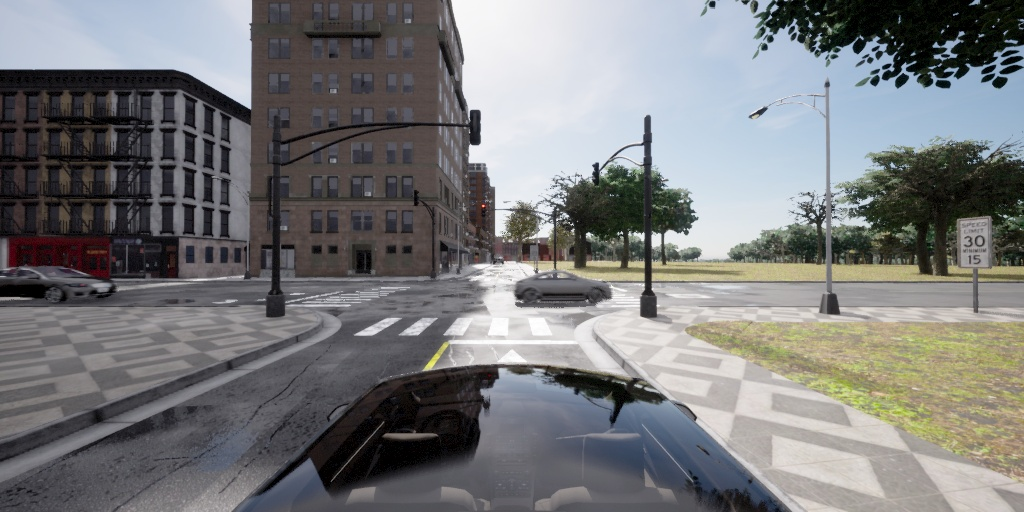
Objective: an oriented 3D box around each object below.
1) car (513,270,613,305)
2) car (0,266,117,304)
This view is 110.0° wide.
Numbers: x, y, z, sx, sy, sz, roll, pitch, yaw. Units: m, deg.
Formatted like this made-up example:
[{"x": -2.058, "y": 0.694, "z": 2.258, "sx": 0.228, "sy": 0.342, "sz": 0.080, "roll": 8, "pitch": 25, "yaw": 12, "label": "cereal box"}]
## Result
[{"x": 2.138, "y": 1.316, "z": 15.459, "sx": 4.181, "sy": 1.385, "sz": 1.994, "roll": 0, "pitch": -1, "yaw": 0, "label": "car"}, {"x": -20.084, "y": 1.199, "z": 15.455, "sx": 4.902, "sy": 1.511, "sz": 2.128, "roll": 0, "pitch": -1, "yaw": 0, "label": "car"}]
